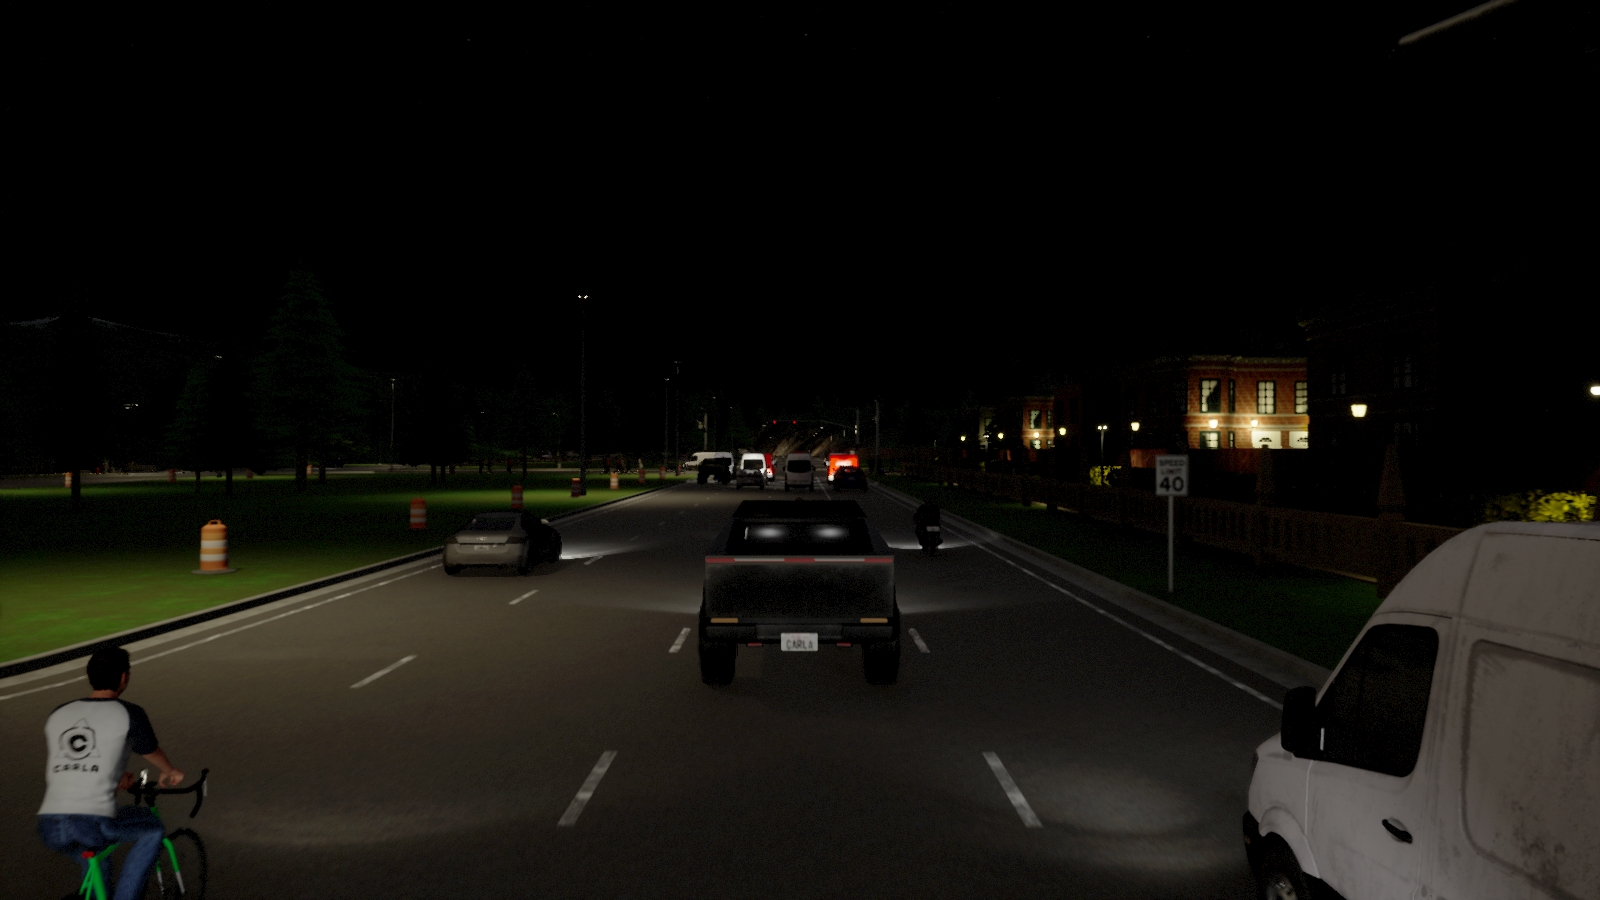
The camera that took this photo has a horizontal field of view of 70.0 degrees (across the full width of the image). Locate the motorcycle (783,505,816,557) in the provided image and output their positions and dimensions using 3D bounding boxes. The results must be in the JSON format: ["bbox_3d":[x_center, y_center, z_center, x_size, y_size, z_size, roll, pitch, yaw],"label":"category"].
[{"bbox_3d":[-0.019,2.205,31.463,0.867,1.251,2.209,0,0,0],"label":"motorcycle"}]

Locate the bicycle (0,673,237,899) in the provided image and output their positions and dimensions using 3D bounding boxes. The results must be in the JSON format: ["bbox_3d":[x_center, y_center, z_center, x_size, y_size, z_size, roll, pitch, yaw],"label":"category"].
[{"bbox_3d":[-3.502,2.056,5.902,0.373,1.496,1.643,0,0,0],"label":"bicycle"}]

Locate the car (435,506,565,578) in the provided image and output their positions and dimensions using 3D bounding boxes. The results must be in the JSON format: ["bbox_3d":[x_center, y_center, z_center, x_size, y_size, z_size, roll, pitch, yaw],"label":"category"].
[{"bbox_3d":[-7.016,2.118,27.189,1.994,1.385,4.181,0,0,0],"label":"car"}]

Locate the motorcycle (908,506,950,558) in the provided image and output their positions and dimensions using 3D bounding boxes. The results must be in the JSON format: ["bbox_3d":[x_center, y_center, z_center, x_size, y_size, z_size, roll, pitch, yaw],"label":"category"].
[{"bbox_3d":[3.481,2.205,30.993,0.867,1.251,2.209,0,0,0],"label":"motorcycle"}]

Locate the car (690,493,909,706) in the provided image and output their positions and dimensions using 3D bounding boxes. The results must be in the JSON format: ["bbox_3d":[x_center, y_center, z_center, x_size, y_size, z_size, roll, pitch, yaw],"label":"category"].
[{"bbox_3d":[-0.009,1.753,15.628,2.390,2.098,6.274,0,0,0],"label":"car"}]

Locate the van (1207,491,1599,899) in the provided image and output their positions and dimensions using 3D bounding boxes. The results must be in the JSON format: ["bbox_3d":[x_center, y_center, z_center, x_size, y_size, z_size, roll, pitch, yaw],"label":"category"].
[{"bbox_3d":[3.494,1.535,4.056,1.988,2.561,5.915,0,0,0],"label":"van"}]
